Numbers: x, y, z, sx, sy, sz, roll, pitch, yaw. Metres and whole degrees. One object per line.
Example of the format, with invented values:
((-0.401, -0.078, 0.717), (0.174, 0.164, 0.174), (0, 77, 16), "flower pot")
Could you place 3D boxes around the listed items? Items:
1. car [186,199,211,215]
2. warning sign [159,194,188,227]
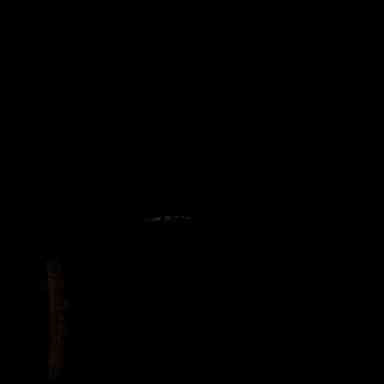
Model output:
((0.949, 1.384, 31.971), (2.128, 1.511, 4.902), (1, 1, 35), "car")
((-1.099, 1.076, 19.860), (1.300, 1.860, 1.060), (2, 1, 35), "warning sign")
